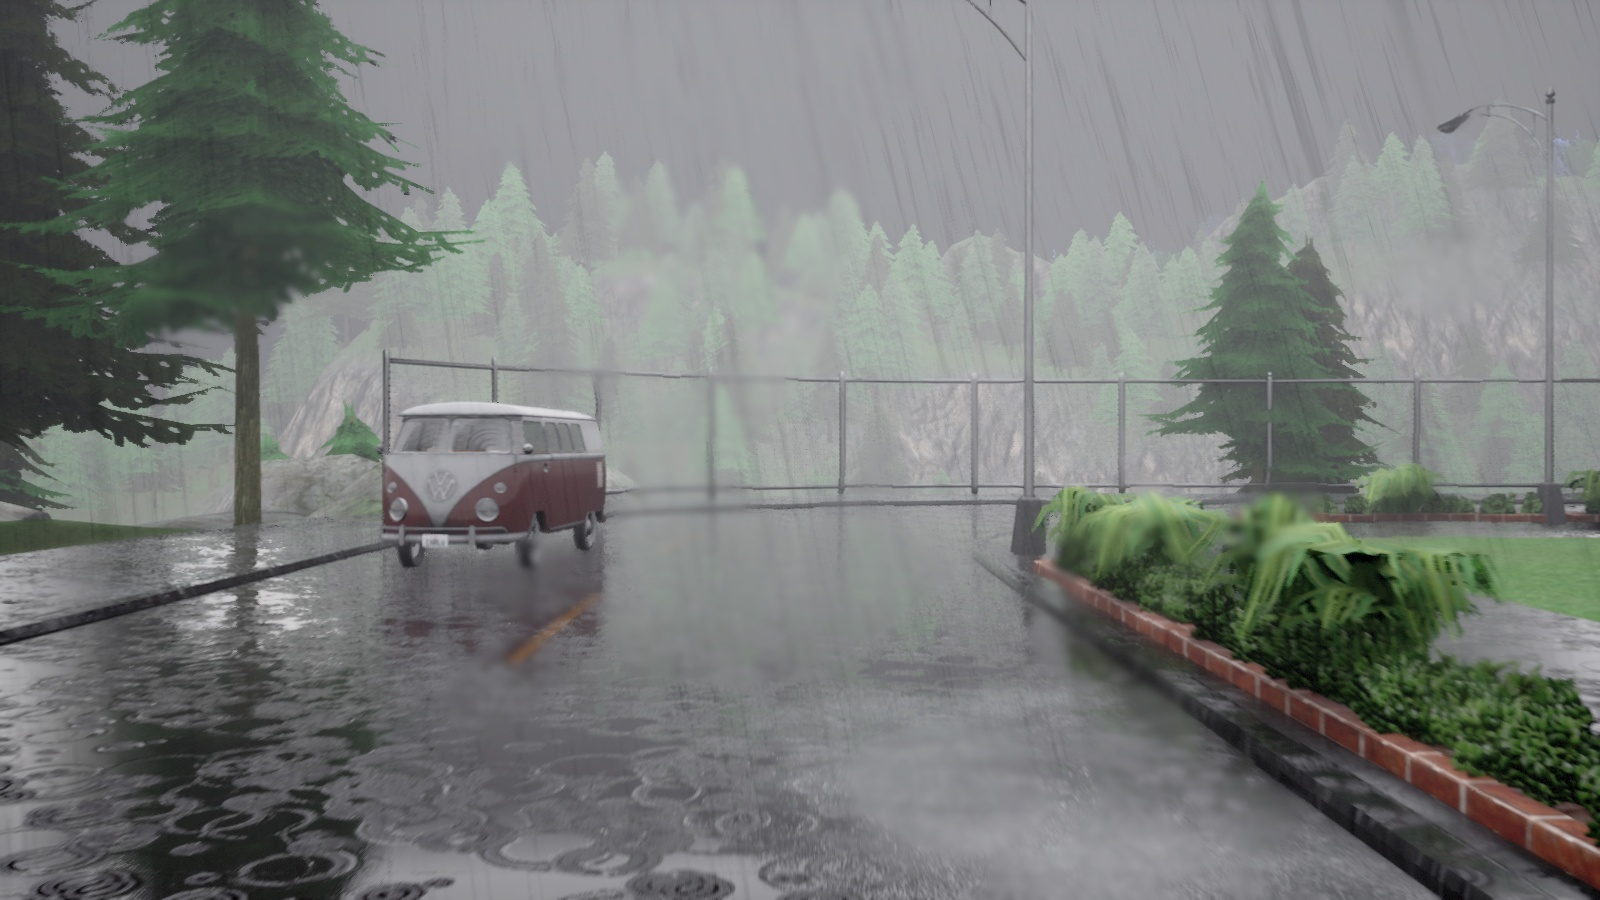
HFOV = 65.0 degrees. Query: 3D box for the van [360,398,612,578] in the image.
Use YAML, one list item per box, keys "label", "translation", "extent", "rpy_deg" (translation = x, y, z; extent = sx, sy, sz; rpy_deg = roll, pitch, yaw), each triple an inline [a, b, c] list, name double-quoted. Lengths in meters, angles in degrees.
- label: "van"
  translation: [-3.830, 0.405, 16.157]
  extent: [1.775, 1.987, 4.442]
  rpy_deg: [0, 0, 5]
